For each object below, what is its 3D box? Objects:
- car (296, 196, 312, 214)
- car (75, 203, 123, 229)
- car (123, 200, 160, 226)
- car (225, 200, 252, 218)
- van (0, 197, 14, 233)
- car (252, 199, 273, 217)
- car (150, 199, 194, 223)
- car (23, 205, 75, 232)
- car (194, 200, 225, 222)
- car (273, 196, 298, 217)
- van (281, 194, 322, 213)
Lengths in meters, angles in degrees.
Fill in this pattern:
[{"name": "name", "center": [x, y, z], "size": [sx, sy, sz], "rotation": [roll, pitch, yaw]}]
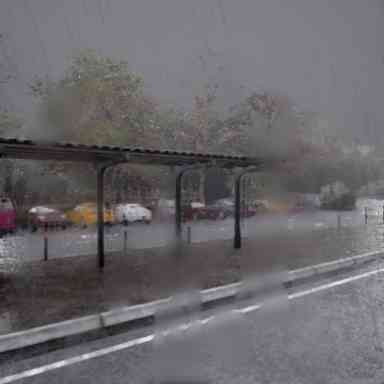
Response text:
[{"name": "car", "center": [9.051, 1.461, 33.246], "size": [2.163, 1.488, 4.792], "rotation": [0, 0, -36]}, {"name": "car", "center": [-6.726, 1.468, 21.909], "size": [2.097, 1.535, 5.008], "rotation": [0, 0, -36]}, {"name": "car", "center": [-4.471, 1.503, 23.527], "size": [2.002, 1.452, 4.674], "rotation": [0, 0, -36]}, {"name": "car", "center": [2.302, 1.447, 28.371], "size": [2.231, 1.521, 4.892], "rotation": [0, 0, -36]}, {"name": "van", "center": [-11.311, 1.256, 18.775], "size": [1.878, 1.987, 4.442], "rotation": [0, 0, -36]}, {"name": "car", "center": [4.537, 1.470, 30.014], "size": [2.163, 1.488, 4.792], "rotation": [0, 0, -36]}, {"name": "car", "center": [-2.234, 1.331, 25.170], "size": [2.185, 1.767, 4.553], "rotation": [0, 0, -36]}, {"name": "car", "center": [-8.985, 1.515, 20.293], "size": [2.002, 1.452, 4.674], "rotation": [0, 0, -36]}, {"name": "car", "center": [0.038, 1.451, 26.765], "size": [2.097, 1.535, 5.008], "rotation": [0, 0, -36]}, {"name": "car", "center": [6.918, 1.433, 31.454], "size": [1.946, 1.575, 5.366], "rotation": [0, 0, -36]}, {"name": "van", "center": [11.391, 1.201, 34.741], "size": [1.878, 1.987, 4.442], "rotation": [0, 0, -36]}]
